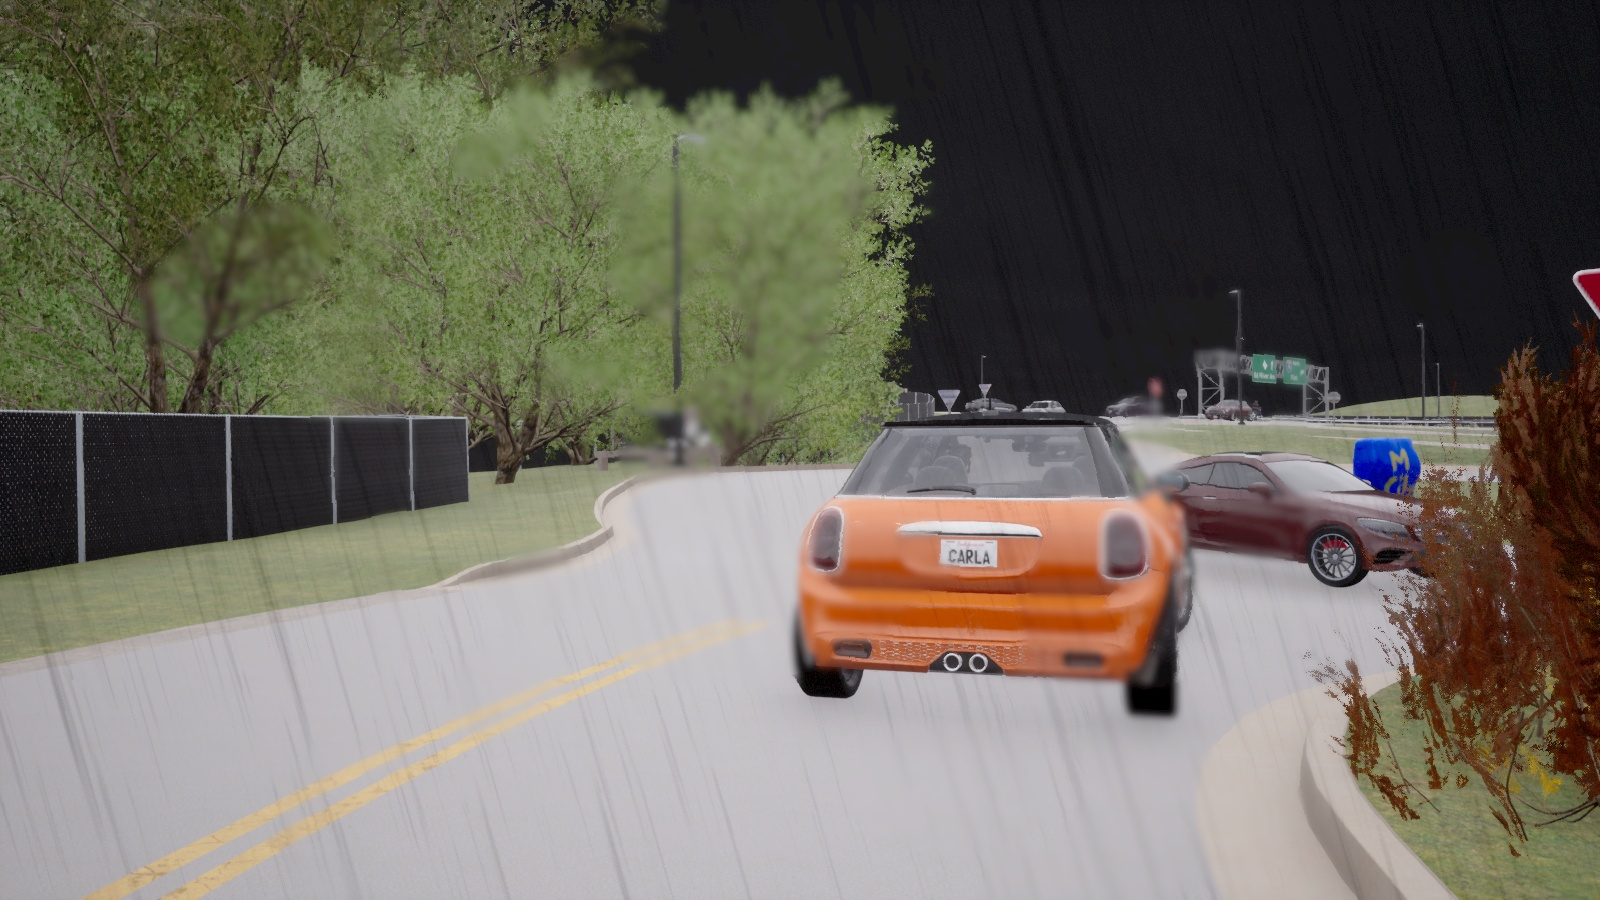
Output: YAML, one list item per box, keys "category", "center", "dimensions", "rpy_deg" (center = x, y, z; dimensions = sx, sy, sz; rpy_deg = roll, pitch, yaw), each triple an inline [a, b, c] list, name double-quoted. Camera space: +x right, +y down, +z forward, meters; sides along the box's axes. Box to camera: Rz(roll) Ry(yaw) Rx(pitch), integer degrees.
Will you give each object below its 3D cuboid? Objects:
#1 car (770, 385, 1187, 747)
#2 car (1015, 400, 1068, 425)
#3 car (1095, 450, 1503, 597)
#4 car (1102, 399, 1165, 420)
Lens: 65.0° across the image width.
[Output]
- category: "car"
  center: [1.532, 0.548, 8.610]
  dimensions: [2.097, 1.767, 4.553]
  rpy_deg: [0, 0, 18]
- category: "car"
  center: [15.132, -2.337, 78.518]
  dimensions: [1.970, 1.475, 3.806]
  rpy_deg: [0, 2, 33]
- category: "car"
  center: [5.969, 0.773, 15.704]
  dimensions: [1.812, 1.442, 4.674]
  rpy_deg: [-1, 2, -28]
- category: "car"
  center: [23.950, -2.941, 90.257]
  dimensions: [4.193, 1.474, 1.816]
  rpy_deg: [-1, 3, -27]
